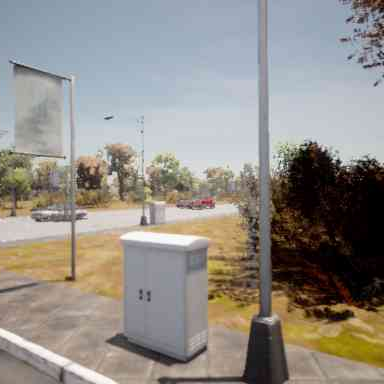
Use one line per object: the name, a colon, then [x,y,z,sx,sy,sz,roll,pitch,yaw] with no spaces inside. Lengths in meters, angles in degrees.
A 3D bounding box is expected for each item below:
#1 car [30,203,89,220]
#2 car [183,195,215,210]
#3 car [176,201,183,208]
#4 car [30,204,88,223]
car: [-13.170,1.887,33.504,2.033,1.411,5.357,-1,0,32]
car: [1.436,1.535,49.942,2.150,2.045,5.566,-1,-1,33]
car: [-0.775,1.916,52.961,1.994,1.385,4.181,-1,-1,33]
car: [-11.653,1.900,29.357,1.895,1.301,4.718,-1,0,32]
